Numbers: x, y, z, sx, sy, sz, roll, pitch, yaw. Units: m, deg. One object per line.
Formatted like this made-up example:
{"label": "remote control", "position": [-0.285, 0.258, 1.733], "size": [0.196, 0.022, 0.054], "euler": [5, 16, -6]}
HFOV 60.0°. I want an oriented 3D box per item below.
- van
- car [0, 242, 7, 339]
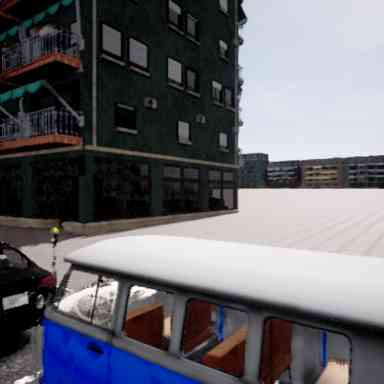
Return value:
{"label": "van", "position": [0.461, 1.337, 2.547], "size": [3.998, 1.788, 1.690], "euler": [0, 0, 35]}
{"label": "car", "position": [-4.129, 1.535, 5.820], "size": [4.313, 1.339, 1.947], "euler": [0, 0, 36]}
